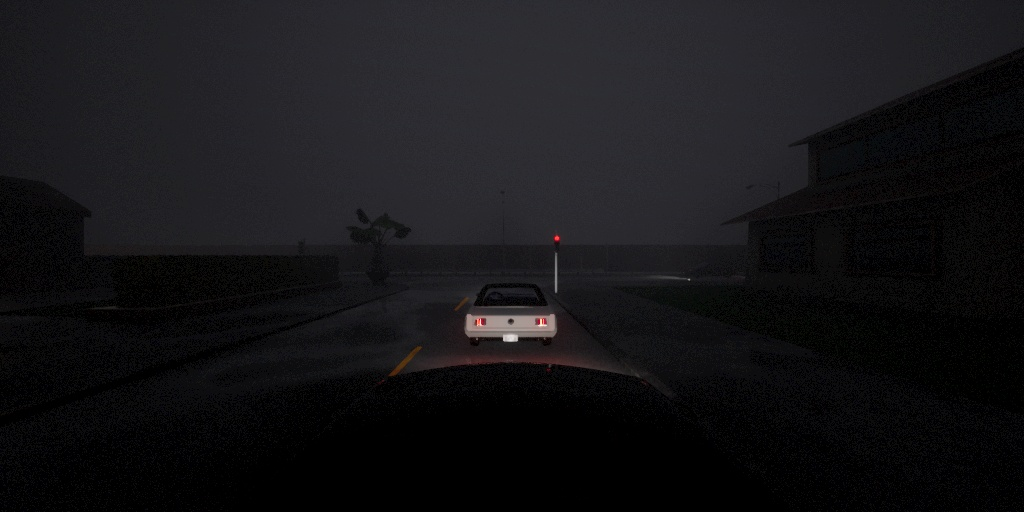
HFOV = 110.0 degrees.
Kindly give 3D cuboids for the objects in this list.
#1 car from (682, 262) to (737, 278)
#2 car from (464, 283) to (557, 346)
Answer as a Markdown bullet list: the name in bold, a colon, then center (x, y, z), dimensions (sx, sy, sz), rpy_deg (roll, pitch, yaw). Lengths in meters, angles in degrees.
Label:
- **car**: center (18.253, 1.276, 33.275), dimensions (4.674, 1.442, 1.812), rpy_deg (0, 0, -1)
- **car**: center (-0.025, 1.351, 9.387), dimensions (1.895, 1.301, 4.718), rpy_deg (0, 0, 0)
